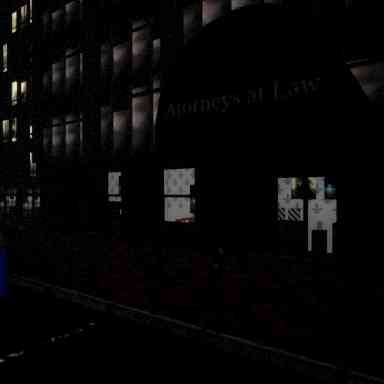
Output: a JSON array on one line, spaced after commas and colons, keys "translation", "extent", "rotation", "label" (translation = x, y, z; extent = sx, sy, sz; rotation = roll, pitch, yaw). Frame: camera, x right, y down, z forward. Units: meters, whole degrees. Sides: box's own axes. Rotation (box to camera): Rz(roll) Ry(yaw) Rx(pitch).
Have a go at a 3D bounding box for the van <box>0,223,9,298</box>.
[{"translation": [-5.341, 1.342, 6.685], "extent": [3.998, 1.788, 1.690], "rotation": [0, 0, 36], "label": "van"}]
